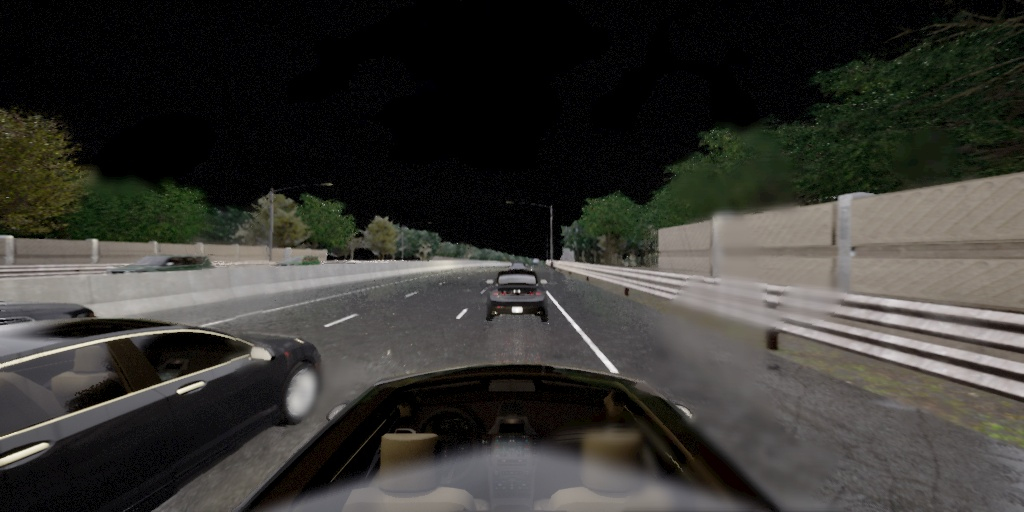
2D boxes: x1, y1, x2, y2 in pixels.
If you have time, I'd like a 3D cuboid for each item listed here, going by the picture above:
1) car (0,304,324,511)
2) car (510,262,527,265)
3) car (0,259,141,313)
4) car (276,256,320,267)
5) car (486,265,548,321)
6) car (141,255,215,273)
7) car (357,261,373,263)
[{"bbox_3d":[-3.388,1.249,2.773,1.837,1.490,4.892,0,0,0],"label":"car"},{"bbox_3d":[0.655,1.305,36.686,1.994,1.385,4.181,0,0,2],"label":"car"},{"bbox_3d":[-6.890,0.964,2.800,2.150,2.045,5.566,0,0,0],"label":"car"},{"bbox_3d":[-23.923,0.997,40.347,2.150,2.045,5.566,0,-1,2],"label":"car"},{"bbox_3d":[0.166,1.220,12.267,1.837,1.490,4.892,0,0,0],"label":"car"},{"bbox_3d":[-20.937,0.933,21.667,2.150,2.045,5.566,0,0,1],"label":"car"},{"bbox_3d":[-16.901,1.297,41.034,1.812,1.442,4.674,0,0,2],"label":"car"}]
